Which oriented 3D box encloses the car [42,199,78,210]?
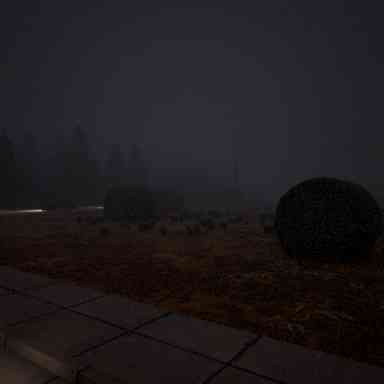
[{"bbox_3d":[-16.737,1.554,42.309,1.994,1.385,4.181,0,0,37],"label":"car"}]
